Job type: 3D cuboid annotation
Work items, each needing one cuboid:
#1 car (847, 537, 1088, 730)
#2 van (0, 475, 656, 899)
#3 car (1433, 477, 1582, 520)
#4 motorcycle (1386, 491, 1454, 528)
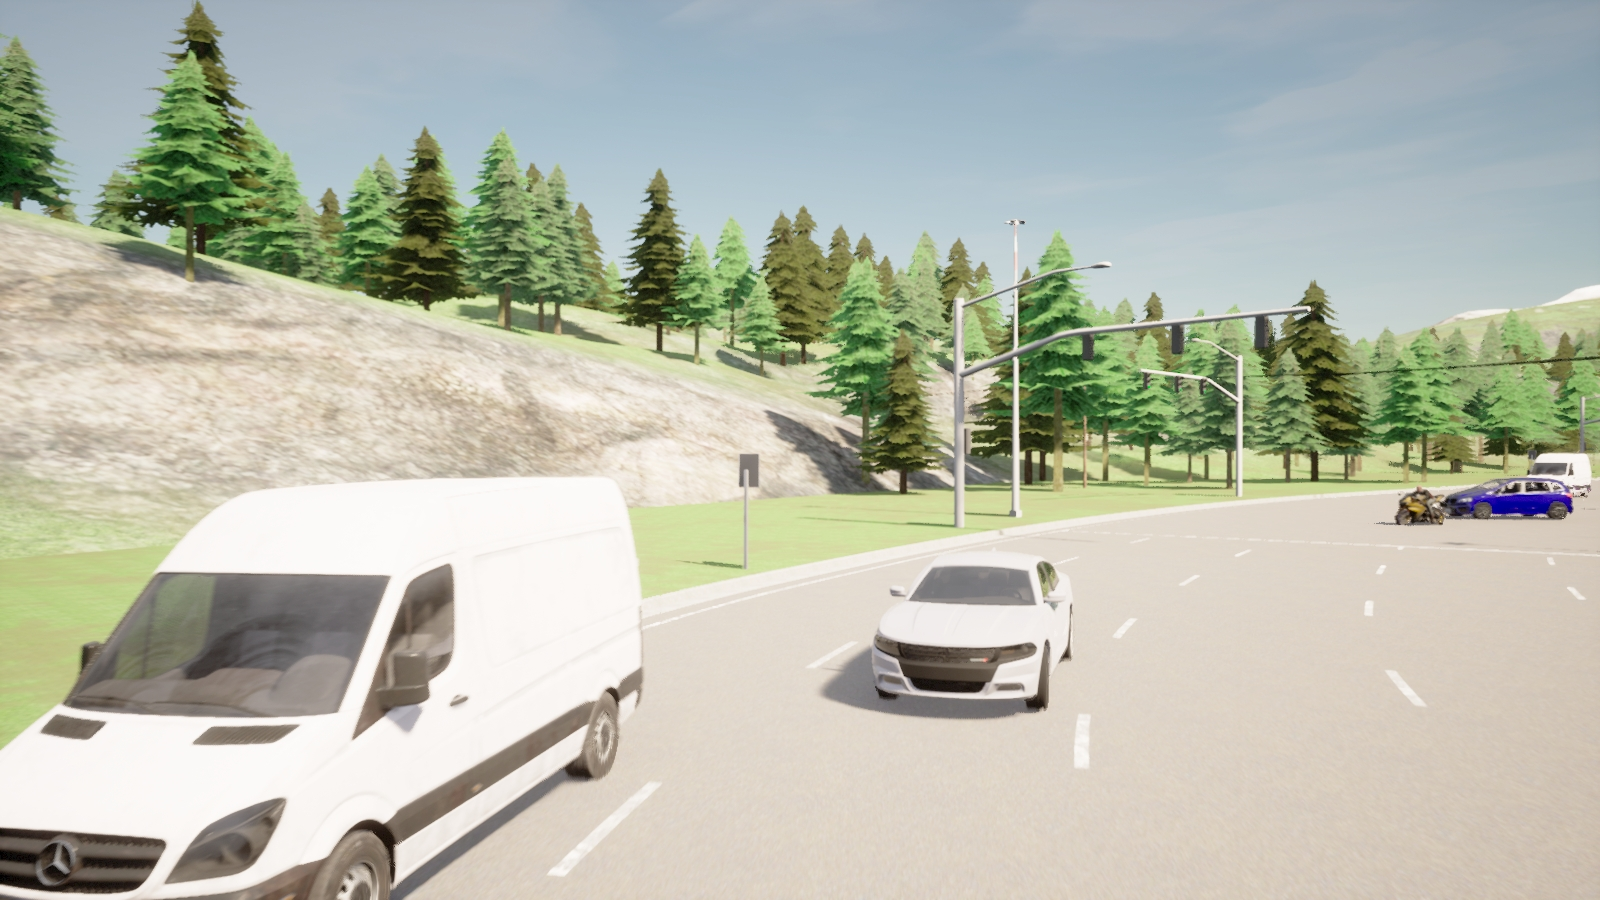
[{"bbox_3d":[2.273,2.025,14.052,2.097,1.535,5.006,0,0,18],"label":"car"},{"bbox_3d":[-2.943,1.528,8.239,1.988,2.561,5.915,-1,0,11],"label":"van"},{"bbox_3d":[28.485,1.942,46.153,4.611,1.667,2.242,0,0,1],"label":"car"},{"bbox_3d":[22.701,2.181,41.869,2.209,1.251,0.867,0,2,-17],"label":"motorcycle"}]
